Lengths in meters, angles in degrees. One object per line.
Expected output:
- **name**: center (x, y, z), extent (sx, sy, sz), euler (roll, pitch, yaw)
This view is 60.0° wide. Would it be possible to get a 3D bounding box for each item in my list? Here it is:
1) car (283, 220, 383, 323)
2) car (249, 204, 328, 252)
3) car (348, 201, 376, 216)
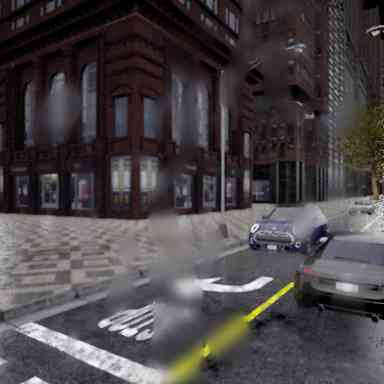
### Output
- **car**: center (3.669, 1.536, 7.160), extent (1.994, 1.385, 4.181), euler (0, 0, 34)
- **car**: center (3.983, 1.301, 13.227), extent (2.097, 1.767, 4.553), euler (0, 0, 34)
- **car**: center (15.969, 1.484, 31.202), extent (1.895, 1.301, 4.718), euler (0, 0, 34)
